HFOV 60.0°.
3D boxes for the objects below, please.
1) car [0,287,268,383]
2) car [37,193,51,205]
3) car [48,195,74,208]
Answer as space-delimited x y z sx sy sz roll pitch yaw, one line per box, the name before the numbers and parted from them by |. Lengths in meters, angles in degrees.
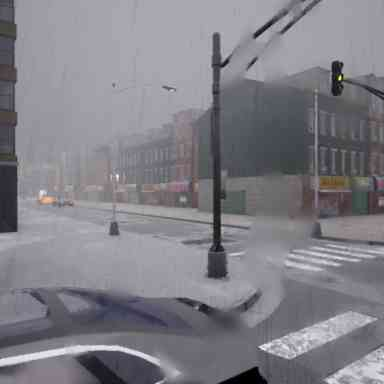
car | -1.698 1.491 1.873 4.902 1.511 2.128 0 0 -35
car | -23.806 1.162 54.049 2.097 1.767 4.553 0 0 -34
car | -17.926 1.442 45.856 1.895 1.301 4.718 0 0 -36
